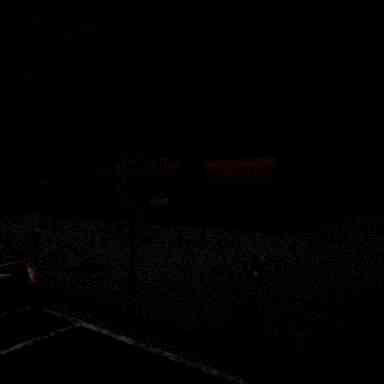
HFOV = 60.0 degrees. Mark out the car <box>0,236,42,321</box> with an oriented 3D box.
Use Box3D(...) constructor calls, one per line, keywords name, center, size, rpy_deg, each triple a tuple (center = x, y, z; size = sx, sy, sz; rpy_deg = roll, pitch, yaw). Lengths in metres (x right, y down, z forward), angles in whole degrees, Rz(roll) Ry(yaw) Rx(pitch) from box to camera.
Box3D(name="car", center=(-4.611, 1.429, 6.092), size=(4.097, 1.590, 1.967), rpy_deg=(0, 1, 36))
